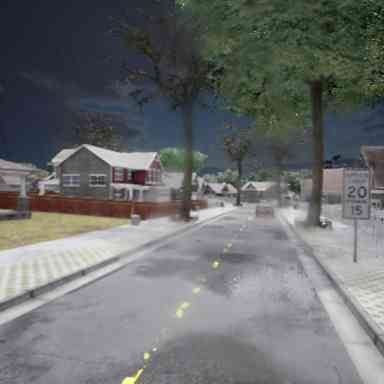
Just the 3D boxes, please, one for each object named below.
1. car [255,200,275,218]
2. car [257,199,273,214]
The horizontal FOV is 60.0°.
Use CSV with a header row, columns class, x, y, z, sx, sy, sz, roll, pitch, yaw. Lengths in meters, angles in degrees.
class,x,y,z,sx,sy,sz,roll,pitch,yaw
car,7.776,1.887,35.399,2.128,1.511,4.902,1,-1,13
car,9.951,1.917,45.306,2.097,1.767,4.553,1,-1,13
